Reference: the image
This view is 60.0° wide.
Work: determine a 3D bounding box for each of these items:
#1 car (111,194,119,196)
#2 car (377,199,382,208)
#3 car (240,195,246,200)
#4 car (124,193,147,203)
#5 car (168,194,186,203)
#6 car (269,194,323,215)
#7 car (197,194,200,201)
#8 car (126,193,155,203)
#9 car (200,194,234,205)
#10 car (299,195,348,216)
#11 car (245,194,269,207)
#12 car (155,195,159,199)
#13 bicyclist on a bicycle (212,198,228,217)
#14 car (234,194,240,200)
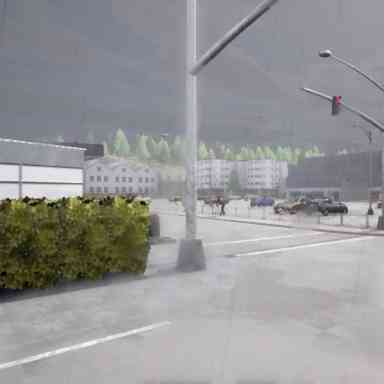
[{"bbox_3d":[-19.743,1.334,84.931,4.902,1.511,2.128,0,0,-35],"label":"car"},{"bbox_3d":[25.679,1.384,43.044,3.806,1.475,1.970,0,0,-35],"label":"car"},{"bbox_3d":[13.628,1.154,72.806,5.027,1.636,2.152,0,0,-35],"label":"car"},{"bbox_3d":[-10.758,1.077,63.628,3.866,1.878,1.905,0,0,-35],"label":"car"},{"bbox_3d":[-2.425,1.097,65.434,4.605,1.855,1.932,0,0,-35],"label":"car"},{"bbox_3d":[10.286,1.330,32.485,5.027,1.636,2.152,0,0,-35],"label":"car"},{"bbox_3d":[1.814,1.298,76.855,4.514,1.523,2.007,0,0,-35],"label":"car"},{"bbox_3d":[-9.357,1.361,60.551,3.806,1.475,1.970,0,0,-35],"label":"car"},{"bbox_3d":[4.119,1.298,54.811,4.514,1.523,2.007,0,0,-35],"label":"car"},{"bbox_3d":[12.124,1.340,29.942,4.514,1.523,2.007,0,0,-35],"label":"car"},{"bbox_3d":[9.802,1.320,46.591,3.633,1.501,1.845,0,0,-35],"label":"car"},{"bbox_3d":[-11.327,1.286,90.768,5.008,1.535,1.882,0,0,-35],"label":"car"},{"bbox_3d":[2.365,1.301,28.018,1.656,1.620,0.582,0,0,-35],"label":"bicyclist on a bicycle"},{"bbox_3d":[9.691,1.232,77.884,3.806,1.475,1.970,0,0,-35],"label":"car"}]
